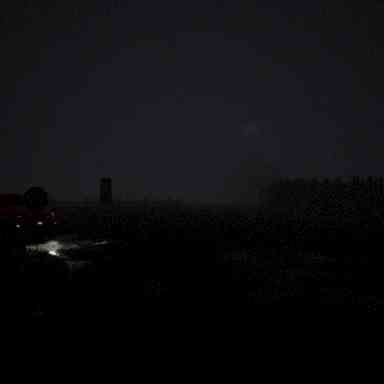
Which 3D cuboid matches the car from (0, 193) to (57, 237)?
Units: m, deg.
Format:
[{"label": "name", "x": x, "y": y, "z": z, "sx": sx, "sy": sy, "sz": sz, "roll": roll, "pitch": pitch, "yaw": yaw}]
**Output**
[{"label": "car", "x": -9.380, "y": 1.083, "z": 17.297, "sx": 5.566, "sy": 2.045, "sz": 2.150, "roll": 1, "pitch": 0, "yaw": 36}]
